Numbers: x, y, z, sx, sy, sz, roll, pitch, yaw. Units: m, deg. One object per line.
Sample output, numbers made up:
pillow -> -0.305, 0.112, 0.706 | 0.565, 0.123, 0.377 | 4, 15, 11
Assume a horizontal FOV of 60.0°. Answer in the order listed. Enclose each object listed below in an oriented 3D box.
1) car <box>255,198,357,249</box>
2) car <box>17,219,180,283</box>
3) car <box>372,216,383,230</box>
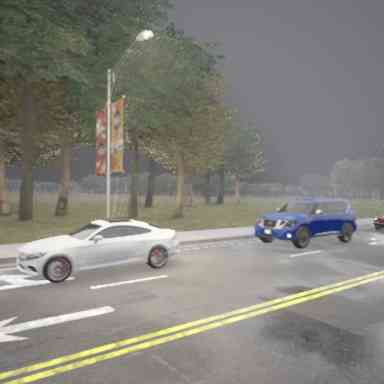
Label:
car -> 5.445, 1.333, 15.532 | 5.566, 2.045, 2.150 | 1, 0, -35
car -> -2.545, 1.555, 9.850 | 4.674, 1.442, 1.812 | 1, 0, -35
car -> 13.522, 1.799, 21.220 | 4.718, 1.301, 1.895 | 1, 0, -35
